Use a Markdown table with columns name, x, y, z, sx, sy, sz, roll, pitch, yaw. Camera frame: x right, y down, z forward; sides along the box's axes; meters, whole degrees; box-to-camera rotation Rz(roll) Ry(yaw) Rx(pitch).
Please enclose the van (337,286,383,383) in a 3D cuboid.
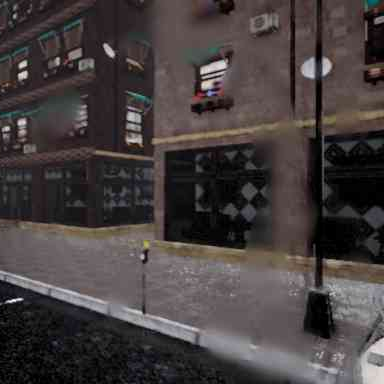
| name | x | y | z | sx | sy | sz | roll | pitch | yaw |
| --- | --- | --- | --- | --- | --- | --- | --- | --- | --- |
| van | 2.520 | 1.364 | 1.033 | 3.998 | 1.788 | 1.690 | 0 | -1 | 36 |
